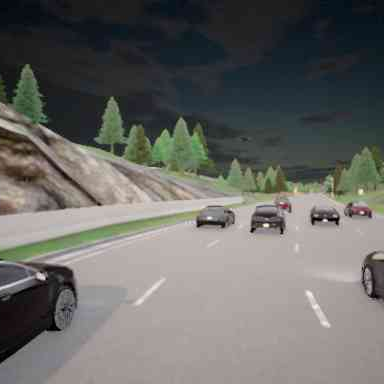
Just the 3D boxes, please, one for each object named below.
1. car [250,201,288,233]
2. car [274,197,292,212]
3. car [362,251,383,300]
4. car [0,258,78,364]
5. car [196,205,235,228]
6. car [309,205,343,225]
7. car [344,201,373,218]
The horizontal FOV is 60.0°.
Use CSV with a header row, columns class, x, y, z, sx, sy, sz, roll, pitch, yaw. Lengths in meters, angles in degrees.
class,x,y,z,sx,sy,sz,roll,pitch,yaw
car,4.629,1.529,20.001,1.837,1.490,4.892,0,0,17
car,11.011,1.408,40.504,2.097,1.767,4.553,0,0,17
car,4.429,1.526,5.543,1.837,1.490,4.892,0,0,10
car,-3.081,1.477,3.987,2.128,1.511,4.902,0,0,5
car,1.666,1.574,22.374,1.994,1.385,4.181,0,0,17
car,9.706,1.649,24.682,1.895,1.301,4.718,0,0,17
car,15.276,1.601,30.778,1.812,1.442,4.674,0,0,17
